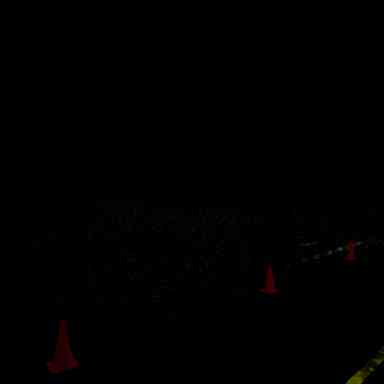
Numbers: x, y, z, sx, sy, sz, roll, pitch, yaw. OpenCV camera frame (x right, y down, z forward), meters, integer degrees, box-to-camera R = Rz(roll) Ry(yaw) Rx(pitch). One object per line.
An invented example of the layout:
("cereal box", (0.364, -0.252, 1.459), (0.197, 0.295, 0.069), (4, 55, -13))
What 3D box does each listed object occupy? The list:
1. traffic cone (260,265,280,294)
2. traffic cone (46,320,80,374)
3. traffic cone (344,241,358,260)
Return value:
("traffic cone", (1.777, 1.961, 7.565), (0.340, 0.580, 0.340), (0, 0, 45))
("traffic cone", (-1.693, 1.978, 4.371), (0.340, 0.580, 0.340), (0, 0, -39))
("traffic cone", (5.311, 1.942, 11.103), (0.340, 0.580, 0.340), (0, 0, 45))
